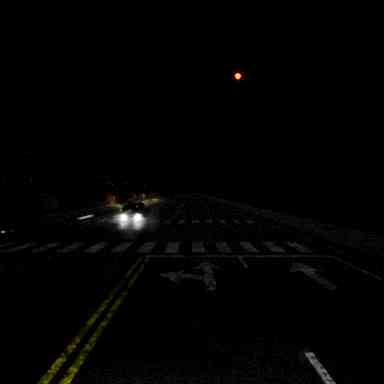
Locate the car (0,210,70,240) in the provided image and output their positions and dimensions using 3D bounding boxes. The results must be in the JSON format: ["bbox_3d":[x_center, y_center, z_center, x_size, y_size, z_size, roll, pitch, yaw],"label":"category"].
[{"bbox_3d":[-8.576,1.552,15.503,5.357,1.411,2.033,0,0,-32],"label":"car"}]

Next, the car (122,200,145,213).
[{"bbox_3d":[-6.469,1.586,36.895,1.895,1.301,4.718,0,0,0],"label":"car"}]
